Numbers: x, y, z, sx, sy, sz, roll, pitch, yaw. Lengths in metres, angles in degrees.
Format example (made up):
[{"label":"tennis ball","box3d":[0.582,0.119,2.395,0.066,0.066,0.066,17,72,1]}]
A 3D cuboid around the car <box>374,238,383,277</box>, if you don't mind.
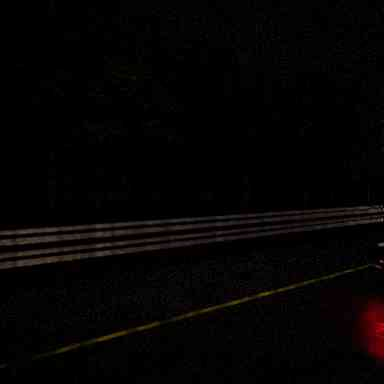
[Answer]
[{"label":"car","box3d":[6.501,1.392,8.392,4.902,1.511,2.128,-1,0,-36]}]
